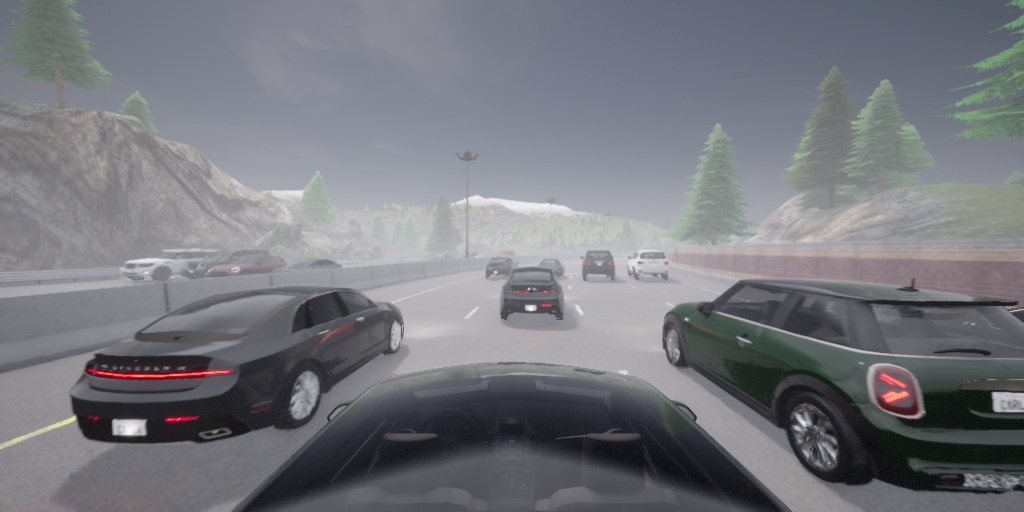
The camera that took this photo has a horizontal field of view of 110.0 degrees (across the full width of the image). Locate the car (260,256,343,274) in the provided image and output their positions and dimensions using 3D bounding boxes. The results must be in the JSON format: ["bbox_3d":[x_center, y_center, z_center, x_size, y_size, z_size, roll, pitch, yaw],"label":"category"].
[{"bbox_3d":[-12.404,0.894,21.910,1.837,1.490,4.892,0,1,9],"label":"car"}]

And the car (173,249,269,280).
[{"bbox_3d":[-19.096,0.551,24.542,2.150,2.045,5.566,0,1,9],"label":"car"}]

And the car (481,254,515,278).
[{"bbox_3d":[-0.678,0.838,27.137,1.837,1.490,4.892,0,1,11],"label":"car"}]

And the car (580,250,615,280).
[{"bbox_3d":[6.190,0.591,25.947,2.150,2.045,5.566,0,1,11],"label":"car"}]

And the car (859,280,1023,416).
[{"bbox_3d":[7.228,1.235,4.101,1.837,1.490,4.892,0,1,2],"label":"car"}]

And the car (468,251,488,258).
[{"bbox_3d":[-5.079,0.298,60.831,1.812,1.442,4.674,1,1,23],"label":"car"}]

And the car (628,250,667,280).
[{"bbox_3d":[9.779,0.599,26.031,2.150,2.045,5.566,0,1,11],"label":"car"}]

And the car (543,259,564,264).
[{"bbox_3d":[3.019,0.897,27.715,1.994,1.385,4.181,0,1,12],"label":"car"}]

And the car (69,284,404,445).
[{"bbox_3d":[-3.210,1.185,5.511,1.837,1.490,4.892,0,1,2],"label":"car"}]

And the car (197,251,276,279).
[{"bbox_3d":[-15.918,0.731,21.956,2.097,1.767,4.553,0,1,8],"label":"car"}]

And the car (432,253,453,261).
[{"bbox_3d":[-12.048,0.256,62.281,1.812,1.442,4.674,1,1,23],"label":"car"}]

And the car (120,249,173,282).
[{"bbox_3d":[-22.668,0.548,24.348,2.150,2.045,5.566,0,1,9],"label":"car"}]

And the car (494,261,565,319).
[{"bbox_3d":[0.699,1.090,11.936,1.837,1.490,4.892,0,1,5],"label":"car"}]

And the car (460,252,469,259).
[{"bbox_3d":[-7.425,0.063,64.210,2.097,1.767,4.553,1,1,24],"label":"car"}]

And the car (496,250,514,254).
[{"bbox_3d":[-1.339,0.006,60.686,2.150,2.045,5.566,0,1,24],"label":"car"}]

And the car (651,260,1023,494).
[{"bbox_3d":[3.768,1.061,4.762,2.097,1.767,4.553,0,1,2],"label":"car"}]
